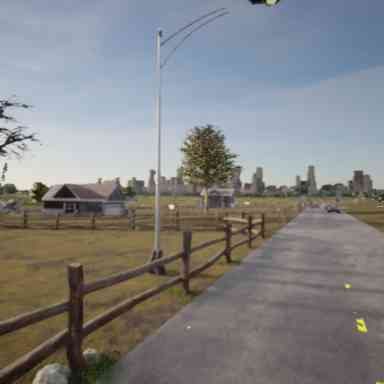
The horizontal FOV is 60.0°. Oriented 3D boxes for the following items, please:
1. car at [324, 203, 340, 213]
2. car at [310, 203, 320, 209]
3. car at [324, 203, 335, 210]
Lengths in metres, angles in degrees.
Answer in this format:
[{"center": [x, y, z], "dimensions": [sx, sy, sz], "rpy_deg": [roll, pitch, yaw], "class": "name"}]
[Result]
[{"center": [22.566, 2.622, 53.213], "dimensions": [2.033, 1.411, 5.357], "rpy_deg": [0, -1, 21], "class": "car"}, {"center": [26.313, 2.975, 71.080], "dimensions": [1.994, 1.385, 4.181], "rpy_deg": [0, -1, 21], "class": "car"}, {"center": [27.864, 2.930, 67.421], "dimensions": [1.994, 1.385, 4.181], "rpy_deg": [0, -1, 21], "class": "car"}]
